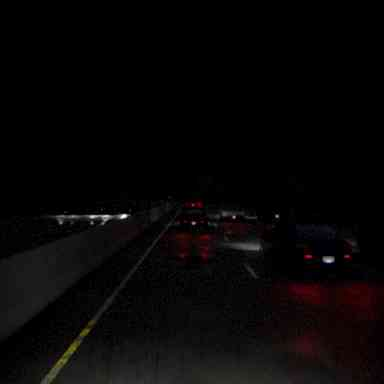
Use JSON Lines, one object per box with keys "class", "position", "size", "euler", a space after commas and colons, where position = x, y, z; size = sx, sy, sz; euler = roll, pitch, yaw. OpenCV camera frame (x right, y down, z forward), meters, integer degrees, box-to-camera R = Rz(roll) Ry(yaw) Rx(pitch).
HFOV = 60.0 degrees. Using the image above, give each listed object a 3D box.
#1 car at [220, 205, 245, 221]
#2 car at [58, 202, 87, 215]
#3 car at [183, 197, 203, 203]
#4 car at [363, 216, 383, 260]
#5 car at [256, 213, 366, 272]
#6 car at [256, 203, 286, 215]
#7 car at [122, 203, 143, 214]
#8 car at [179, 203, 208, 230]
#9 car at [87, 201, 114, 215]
{"class": "car", "position": [3.601, 1.893, 30.667], "size": [1.895, 1.301, 4.718], "euler": [0, -1, 0]}
{"class": "car", "position": [-14.091, 1.935, 39.730], "size": [2.033, 1.411, 5.357], "euler": [0, -1, 0]}
{"class": "car", "position": [0.100, 1.616, 40.346], "size": [2.150, 2.045, 5.566], "euler": [0, -1, 0]}
{"class": "car", "position": [7.100, 1.312, 9.816], "size": [2.150, 2.045, 5.566], "euler": [0, -1, 0]}
{"class": "car", "position": [3.600, 1.628, 11.068], "size": [1.812, 1.442, 4.674], "euler": [0, -1, 0]}
{"class": "car", "position": [7.101, 1.791, 30.136], "size": [1.837, 1.490, 4.892], "euler": [0, -1, 0]}
{"class": "car", "position": [-7.090, 1.955, 40.003], "size": [1.994, 1.385, 4.181], "euler": [0, -1, 0]}
{"class": "car", "position": [0.101, 1.737, 22.621], "size": [1.812, 1.442, 4.674], "euler": [0, 0, 0]}
{"class": "car", "position": [-10.590, 1.892, 39.640], "size": [1.837, 1.490, 4.892], "euler": [0, -1, 0]}
